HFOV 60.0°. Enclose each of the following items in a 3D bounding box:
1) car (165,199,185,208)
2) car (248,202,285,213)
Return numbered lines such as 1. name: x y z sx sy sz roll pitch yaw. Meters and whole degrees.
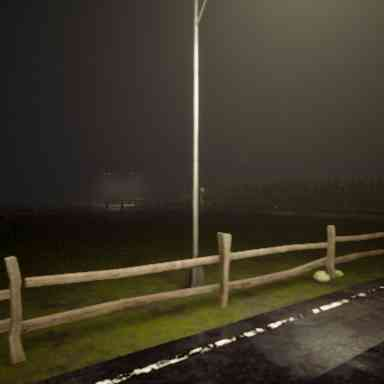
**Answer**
1. car: -3.193 2.013 59.611 1.812 1.442 4.674 0 -1 -35
2. car: 9.335 1.901 41.838 1.895 1.301 4.718 0 0 -35
